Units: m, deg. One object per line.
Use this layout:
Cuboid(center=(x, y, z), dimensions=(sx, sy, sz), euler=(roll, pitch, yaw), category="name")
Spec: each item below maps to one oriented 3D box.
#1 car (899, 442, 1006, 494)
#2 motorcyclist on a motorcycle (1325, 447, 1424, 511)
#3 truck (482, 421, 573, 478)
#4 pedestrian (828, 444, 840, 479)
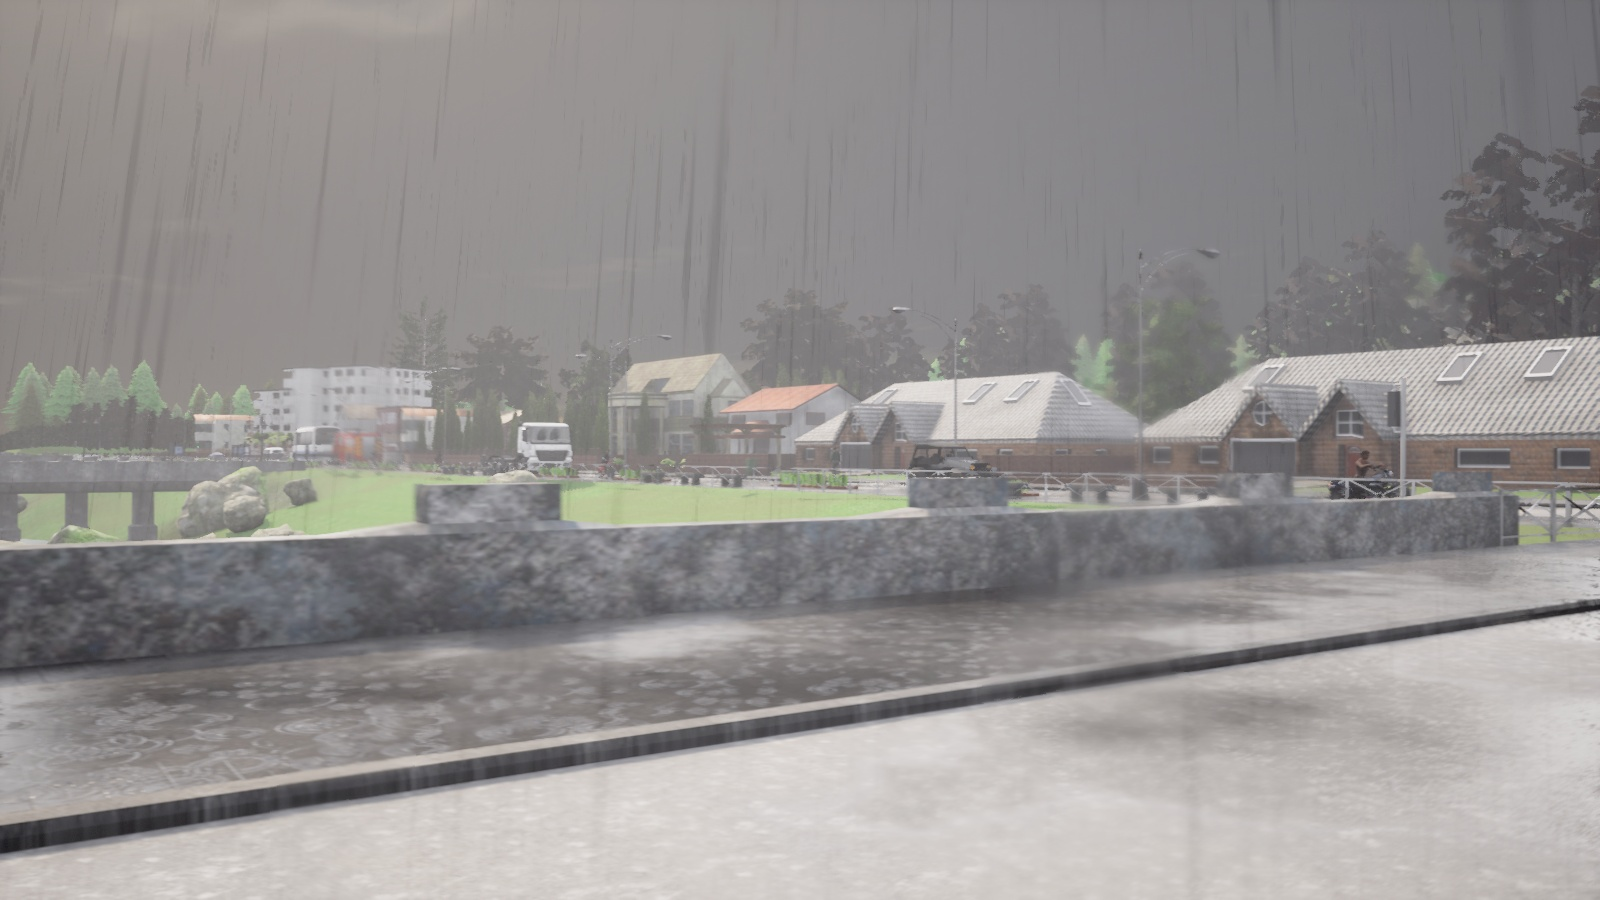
Cuboid(center=(5.707, 0.645, 47.380), dimensions=(1.905, 1.878, 3.866), euler=(0, 0, -35), category="car")
Cuboid(center=(15.325, 0.745, 33.564), dimensions=(0.766, 1.649, 2.350), euler=(0, 0, -35), category="motorcyclist on a motorcycle")
Cuboid(center=(-17.614, -0.001, 80.882), dimensions=(2.891, 3.462, 7.936), euler=(0, 0, -35), category="truck")
Cuboid(center=(1.850, 0.617, 67.729), dimensions=(0.353, 1.847, 0.614), euler=(0, 0, -36), category="pedestrian")
